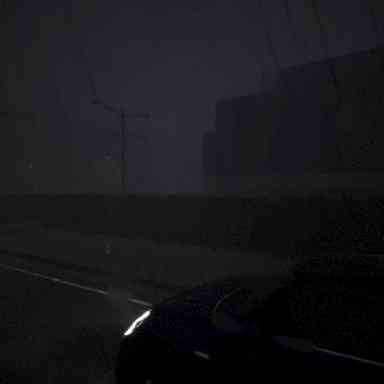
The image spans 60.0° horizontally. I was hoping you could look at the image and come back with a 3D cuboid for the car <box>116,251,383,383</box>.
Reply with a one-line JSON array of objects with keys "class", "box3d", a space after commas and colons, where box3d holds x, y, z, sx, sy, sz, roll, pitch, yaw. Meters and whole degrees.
[{"class": "car", "box3d": [1.430, 1.352, 2.971, 4.553, 1.767, 2.097, 0, 0, 36]}]
